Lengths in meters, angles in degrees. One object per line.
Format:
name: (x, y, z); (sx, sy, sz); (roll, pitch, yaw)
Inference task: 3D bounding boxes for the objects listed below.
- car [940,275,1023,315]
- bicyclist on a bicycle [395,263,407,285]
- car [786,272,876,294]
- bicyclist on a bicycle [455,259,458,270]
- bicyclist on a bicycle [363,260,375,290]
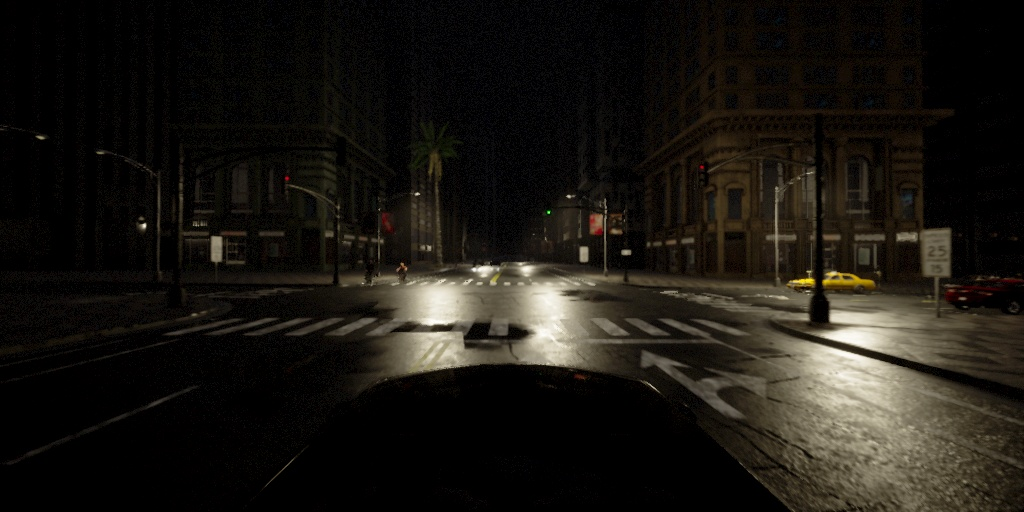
car: (20.725, 1.645, 14.710); (4.507, 1.381, 1.888); (0, 0, 0)
bicyclist on a bicycle: (-8.213, 1.297, 26.765); (0.866, 1.612, 1.509); (0, -1, 1)
car: (20.586, 1.695, 23.238); (4.829, 1.417, 1.751); (0, 0, 0)
bicyclist on a bicycle: (-8.764, 1.350, 56.365); (0.659, 1.776, 1.843); (0, 0, 0)
bicyclist on a bicycle: (-8.719, 1.140, 21.835); (0.659, 1.776, 1.843); (1, -1, 0)
